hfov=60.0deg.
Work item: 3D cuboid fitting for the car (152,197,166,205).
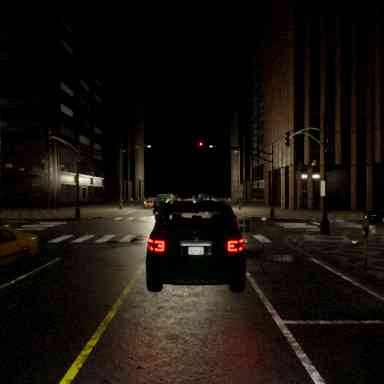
[{"bbox_3d":[-5.641,1.563,57.988,2.008,1.369,4.403,0,0,0],"label":"car"}]

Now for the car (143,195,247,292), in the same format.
[{"bbox_3d":[0.098,1.222,9.060,2.150,2.045,5.566,0,0,0],"label":"car"}]

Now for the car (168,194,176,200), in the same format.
[{"bbox_3d":[-5.572,1.479,91.645,1.967,1.590,4.097,0,0,0],"label":"car"}]

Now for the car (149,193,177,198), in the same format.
[{"bbox_3d":[-2.996,1.226,36.593,2.150,2.045,5.566,0,0,0],"label":"car"}]

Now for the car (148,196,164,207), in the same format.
[{"bbox_3d":[-5.652,1.450,52.379,1.967,1.590,4.097,0,0,0],"label":"car"}]

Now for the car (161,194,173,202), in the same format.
[{"bbox_3d":[-5.606,1.338,74.817,2.192,1.841,5.009,0,0,0],"label":"car"}]

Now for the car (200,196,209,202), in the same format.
[{"bbox_3d":[2.930,1.594,80.424,1.947,1.339,4.313,0,0,0],"label":"car"}]

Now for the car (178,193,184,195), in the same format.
[{"bbox_3d":[-2.912,1.363,56.343,2.097,1.767,4.553,0,0,1],"label":"car"}]

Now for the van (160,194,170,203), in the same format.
[{"bbox_3d":[-5.618,1.360,69.206,1.690,1.788,3.998,0,0,0],"label":"van"}]

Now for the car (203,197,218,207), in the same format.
[{"bbox_3d":[2.872,1.560,52.379,2.008,1.369,4.403,0,0,0],"label":"car"}]

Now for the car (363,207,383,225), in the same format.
[{"bbox_3d":[14.853,1.567,23.806,4.892,1.490,1.837,0,0,0],"label":"car"}]

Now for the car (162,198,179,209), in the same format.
[{"bbox_3d":[-2.935,1.572,46.465,1.994,1.385,4.181,0,0,1],"label":"car"}]

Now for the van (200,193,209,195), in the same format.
[{"bbox_3d":[2.907,1.360,69.207,1.690,1.788,3.998,0,0,0],"label":"van"}]

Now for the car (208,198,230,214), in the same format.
[{"bbox_3d":[2.838,1.444,35.553,1.967,1.590,4.097,0,0,0],"label":"car"}]

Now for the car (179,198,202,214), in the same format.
[{"bbox_3d":[-0.114,1.496,36.562,2.128,1.511,4.902,0,0,4],"label":"car"}]

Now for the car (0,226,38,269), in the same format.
[{"bbox_3d":[-5.743,1.526,8.606,1.752,1.417,4.829,0,0,0],"label":"car"}]

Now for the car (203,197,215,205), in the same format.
[{"bbox_3d":[2.884,1.578,57.988,1.947,1.339,4.313,0,0,0],"label":"car"}]

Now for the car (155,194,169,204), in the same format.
[{"bbox_3d":[-5.629,1.330,63.598,2.192,1.841,5.009,0,0,0],"label":"car"}]
